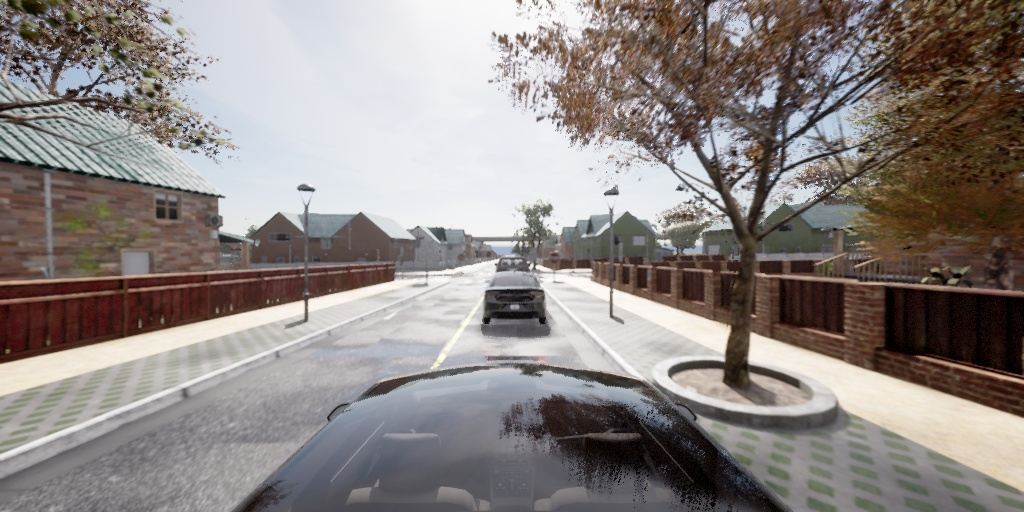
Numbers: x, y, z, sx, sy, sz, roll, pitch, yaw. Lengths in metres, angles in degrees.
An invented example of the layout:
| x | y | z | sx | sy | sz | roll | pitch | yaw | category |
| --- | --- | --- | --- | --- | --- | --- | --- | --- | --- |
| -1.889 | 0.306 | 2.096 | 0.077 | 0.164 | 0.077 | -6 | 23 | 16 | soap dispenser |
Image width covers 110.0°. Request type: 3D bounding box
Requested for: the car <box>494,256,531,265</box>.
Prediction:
| x | y | z | sx | sy | sz | roll | pitch | yaw | category |
| --- | --- | --- | --- | --- | --- | --- | --- | --- | --- |
| 0.041 | 1.026 | 23.099 | 2.150 | 2.045 | 5.566 | 0 | 0 | 0 | car |

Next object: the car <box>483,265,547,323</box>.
| x | y | z | sx | sy | sz | roll | pitch | yaw | category |
| --- | --- | --- | --- | --- | --- | --- | --- | --- | --- |
| 0.072 | 1.255 | 12.301 | 1.882 | 1.535 | 5.008 | 0 | 0 | 0 | car |

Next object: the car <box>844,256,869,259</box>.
| x | y | z | sx | sy | sz | roll | pitch | yaw | category |
| --- | --- | --- | --- | --- | --- | --- | --- | --- | --- |
| 34.671 | 0.687 | 36.635 | 4.674 | 1.442 | 1.812 | -1 | 2 | 0 | car |
